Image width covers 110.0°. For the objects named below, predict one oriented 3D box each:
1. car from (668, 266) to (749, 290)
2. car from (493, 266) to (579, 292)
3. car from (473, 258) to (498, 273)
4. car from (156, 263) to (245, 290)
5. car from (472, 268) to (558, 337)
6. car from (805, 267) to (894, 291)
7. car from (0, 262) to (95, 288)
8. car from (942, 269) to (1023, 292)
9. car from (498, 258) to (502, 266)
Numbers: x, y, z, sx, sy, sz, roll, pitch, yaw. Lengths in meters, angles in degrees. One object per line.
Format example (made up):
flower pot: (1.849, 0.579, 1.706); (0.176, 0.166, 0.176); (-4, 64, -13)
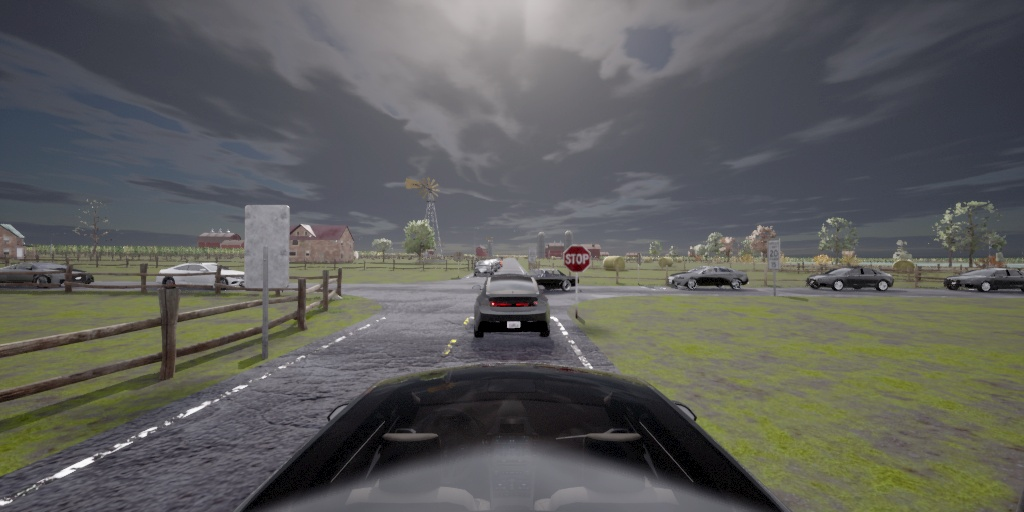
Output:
car: (12.811, 1.397, 23.527); (4.902, 1.511, 2.128); (1, -1, -2)
car: (1.510, 1.369, 20.305); (4.718, 1.301, 1.895); (1, 0, -35)
car: (-2.838, 1.243, 36.948); (2.128, 1.511, 4.902); (0, 0, 0)
car: (-17.233, 1.103, 20.227); (4.674, 1.442, 1.812); (1, -1, -1)
car: (-0.069, 1.256, 10.260); (1.837, 1.490, 4.892); (0, 0, -3)
car: (22.212, 1.499, 23.692); (4.892, 1.490, 1.837); (1, -1, -1)
car: (-26.353, 1.048, 20.110); (4.181, 1.385, 1.994); (1, -1, -1)
car: (31.715, 1.587, 23.807); (4.892, 1.490, 1.837); (1, -1, -1)
car: (-2.826, 1.241, 46.394); (2.128, 1.511, 4.902); (0, 0, 0)
